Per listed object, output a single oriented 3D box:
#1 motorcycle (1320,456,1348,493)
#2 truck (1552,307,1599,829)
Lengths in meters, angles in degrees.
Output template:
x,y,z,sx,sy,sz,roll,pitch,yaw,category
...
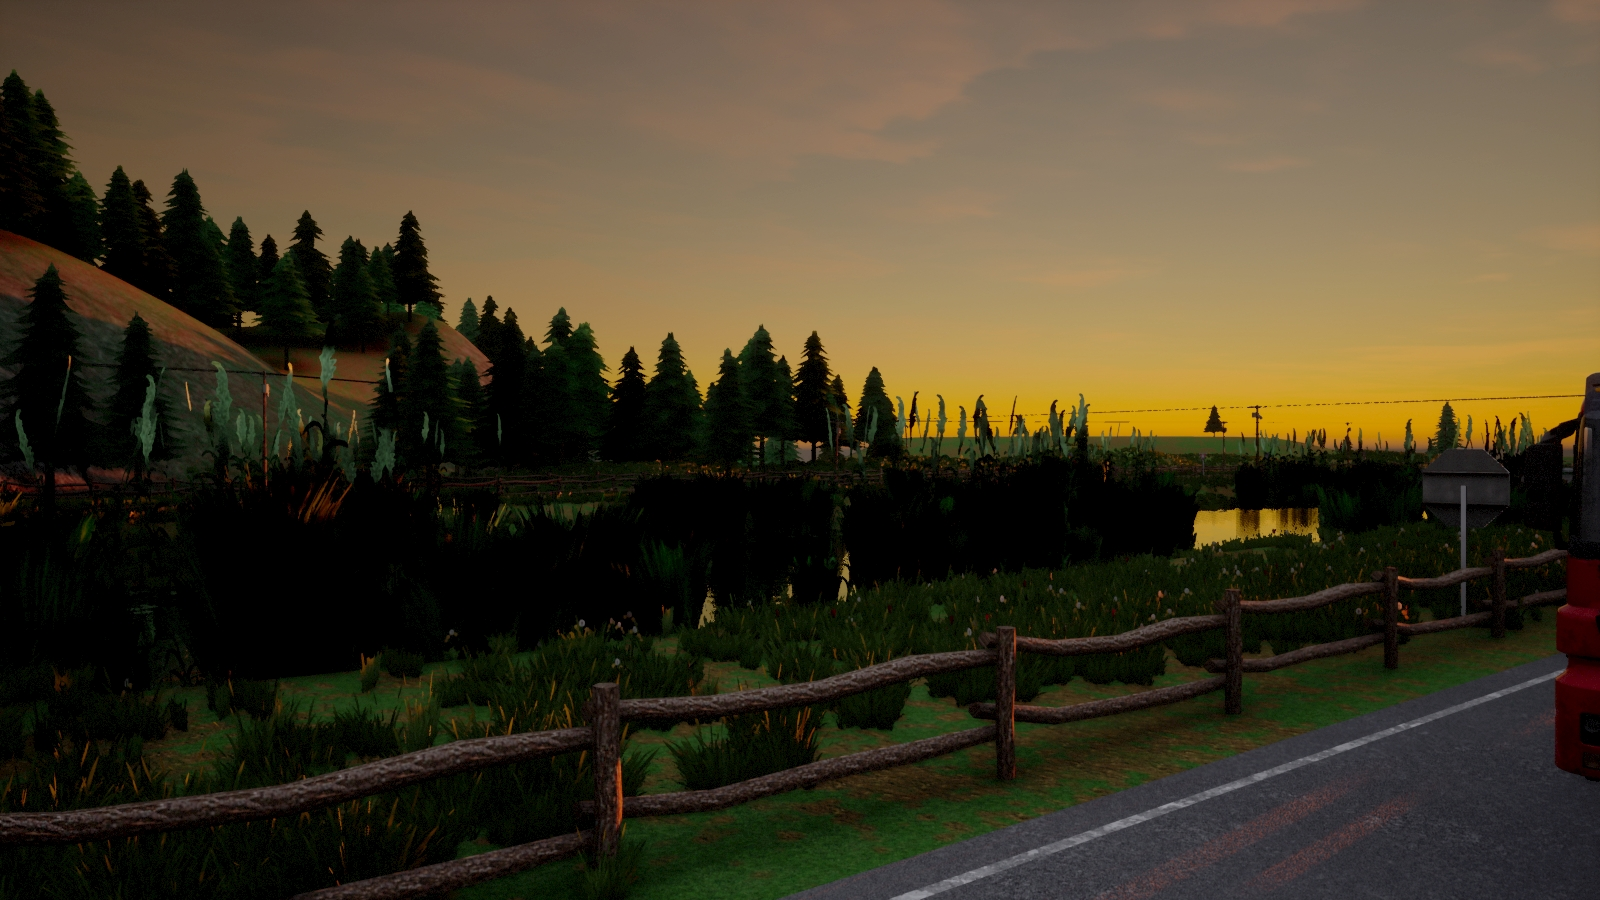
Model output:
x,y,z,sx,sy,sz,roll,pitch,yaw,category
34.823,1.577,74.499,2.033,2.348,0.803,0,0,-39,motorcycle
9.442,0.862,10.927,2.891,3.827,8.468,0,0,39,truck
